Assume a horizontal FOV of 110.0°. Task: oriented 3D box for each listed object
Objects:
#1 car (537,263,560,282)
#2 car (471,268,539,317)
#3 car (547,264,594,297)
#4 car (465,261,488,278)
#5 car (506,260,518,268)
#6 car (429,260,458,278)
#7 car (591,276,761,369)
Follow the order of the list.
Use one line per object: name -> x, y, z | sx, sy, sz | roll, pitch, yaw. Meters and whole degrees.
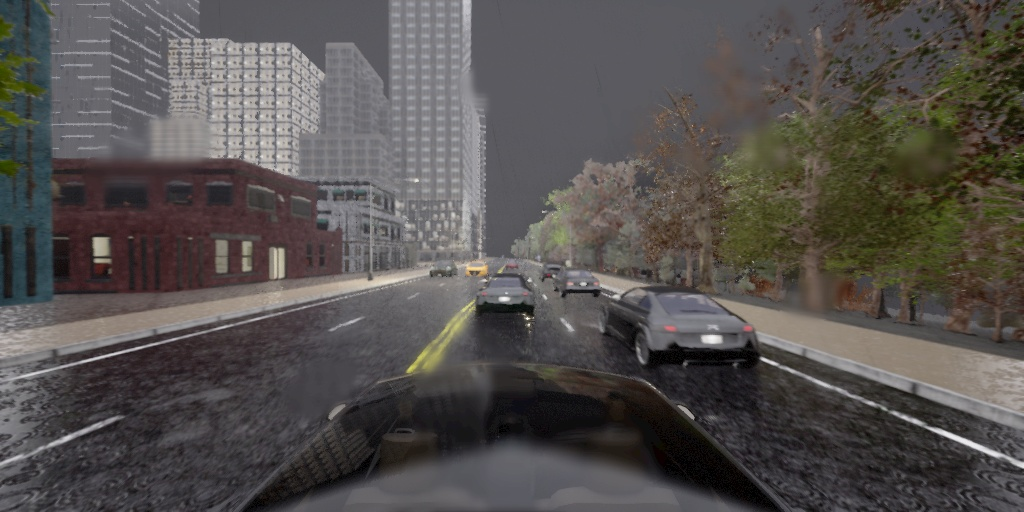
car -> 3.246, 1.293, 29.836 | 1.837, 1.490, 4.892 | 0, 0, 0
car -> -0.195, 1.330, 13.340 | 1.994, 1.385, 4.181 | 0, 0, 1
car -> 3.247, 1.321, 18.835 | 2.033, 1.411, 5.357 | 0, 0, 0
car -> -3.346, 1.273, 34.779 | 1.882, 1.535, 5.008 | 0, 0, 0
car -> 0.027, 1.370, 60.352 | 1.994, 1.385, 4.181 | 0, 0, 0
car -> -6.594, 1.147, 34.874 | 2.097, 1.767, 4.553 | 0, 0, 0
car -> 3.249, 1.322, 7.835 | 1.994, 1.385, 4.181 | 0, 0, 0
